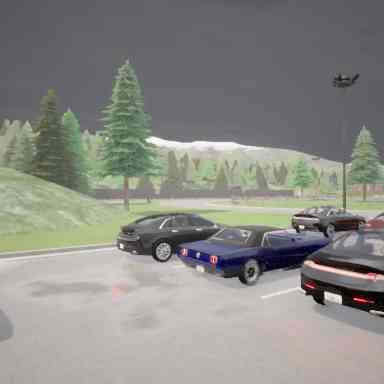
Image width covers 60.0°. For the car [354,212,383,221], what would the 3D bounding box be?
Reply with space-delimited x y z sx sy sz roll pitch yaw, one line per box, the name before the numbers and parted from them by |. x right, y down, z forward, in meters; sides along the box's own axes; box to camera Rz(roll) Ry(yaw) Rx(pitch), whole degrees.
car | 9.442 1.526 14.759 4.674 1.442 1.812 0 0 -35

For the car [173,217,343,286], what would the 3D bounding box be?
car | 2.022 1.601 9.478 4.718 1.301 1.895 0 0 -35

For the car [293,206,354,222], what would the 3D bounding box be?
car | 7.299 1.491 17.530 4.902 1.511 2.128 0 0 -35

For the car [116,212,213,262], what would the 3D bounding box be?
car | -0.290 1.505 12.129 4.892 1.490 1.837 0 0 -35

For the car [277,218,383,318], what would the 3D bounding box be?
car | 4.246 1.491 6.766 4.902 1.511 2.128 0 0 -35
